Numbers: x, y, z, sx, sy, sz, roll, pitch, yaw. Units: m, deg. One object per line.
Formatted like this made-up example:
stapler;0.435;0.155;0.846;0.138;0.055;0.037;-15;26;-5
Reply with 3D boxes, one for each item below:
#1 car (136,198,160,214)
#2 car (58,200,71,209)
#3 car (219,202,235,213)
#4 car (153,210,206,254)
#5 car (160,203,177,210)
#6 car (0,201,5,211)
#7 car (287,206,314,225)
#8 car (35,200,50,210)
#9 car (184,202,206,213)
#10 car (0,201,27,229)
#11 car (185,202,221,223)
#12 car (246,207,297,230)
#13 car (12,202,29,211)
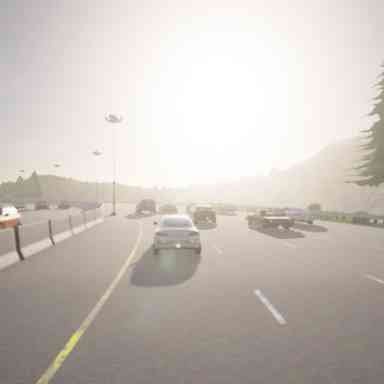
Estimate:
car;-6.208;1.834;44.423;2.150;2.045;5.566;0;-1;-16
car;-23.336;2.214;60.838;2.097;1.767;4.553;0;-1;-23
car;4.292;2.084;45.519;1.882;1.535;5.008;0;-1;-15
car;-0.698;1.721;14.343;1.812;1.442;4.674;0;-1;-5
car;-3.469;2.208;47.293;1.994;1.385;4.181;0;-1;-16
car;-32.086;2.294;54.517;1.837;1.490;4.892;0;-1;-22
car;8.249;1.880;27.286;1.812;1.442;4.674;0;-1;-9
car;-25.503;2.166;56.888;2.097;1.767;4.553;0;-1;-21
car;0.360;2.136;46.738;1.837;1.490;4.892;1;-1;-16
car;-12.158;1.650;20.375;2.097;1.767;4.553;0;-1;-8
car;0.805;1.902;29.429;1.837;1.490;4.892;0;-1;-10
car;5.323;1.909;23.503;1.895;1.301;4.718;0;-1;-8
car;-28.988;2.360;56.273;2.033;1.411;5.357;0;-1;-22
